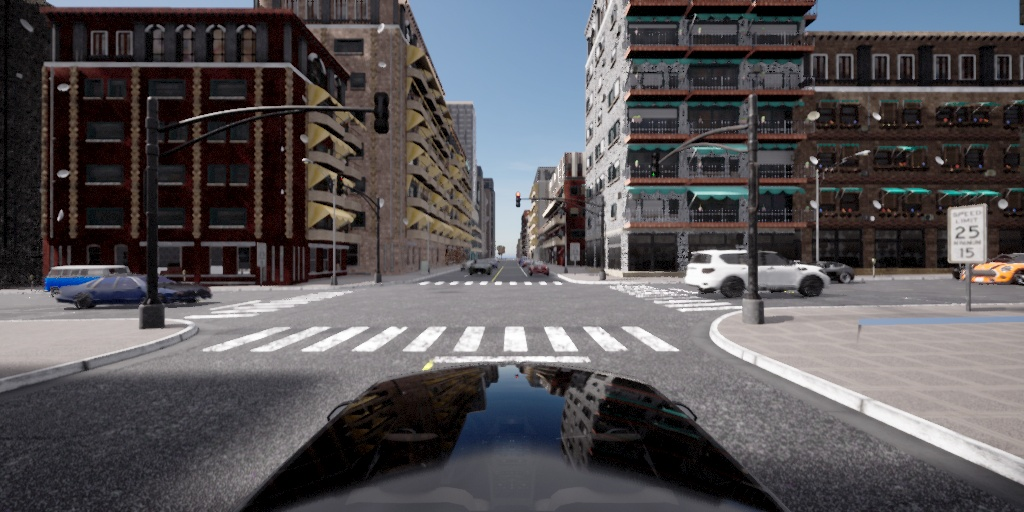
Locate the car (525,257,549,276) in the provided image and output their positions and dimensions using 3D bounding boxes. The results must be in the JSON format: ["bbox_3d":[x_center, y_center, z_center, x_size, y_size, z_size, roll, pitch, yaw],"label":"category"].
[{"bbox_3d":[2.645,1.165,36.214,1.967,1.591,4.097,0,0,0],"label":"car"}]

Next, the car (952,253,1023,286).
[{"bbox_3d":[27.142,0.630,19.130,4.553,1.767,2.097,-1,0,0],"label":"car"}]

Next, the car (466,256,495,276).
[{"bbox_3d":[-3.141,1.077,36.567,2.097,1.767,4.553,0,0,0],"label":"car"}]

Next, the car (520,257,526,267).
[{"bbox_3d":[2.616,1.294,58.351,1.802,1.307,4.207,0,0,0],"label":"car"}]

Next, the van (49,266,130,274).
[{"bbox_3d":[-25.394,1.482,21.532,3.998,1.789,1.690,0,0,0],"label":"van"}]

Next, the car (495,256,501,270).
[{"bbox_3d":[-3.151,1.068,52.755,2.097,1.767,4.553,0,0,0],"label":"car"}]

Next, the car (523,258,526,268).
[{"bbox_3d":[2.638,1.272,41.748,2.007,1.370,4.403,0,0,0],"label":"car"}]

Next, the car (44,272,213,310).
[{"bbox_3d":[-16.465,1.526,15.763,5.357,1.411,2.033,-1,0,0],"label":"car"}]

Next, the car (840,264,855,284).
[{"bbox_3d":[18.243,0.995,21.795,4.313,1.339,1.948,0,0,0],"label":"car"}]

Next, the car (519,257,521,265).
[{"bbox_3d":[2.609,1.292,63.885,1.802,1.307,4.207,0,0,0],"label":"car"}]

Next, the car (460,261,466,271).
[{"bbox_3d":[-5.751,1.269,47.272,2.007,1.370,4.403,0,0,0],"label":"car"}]

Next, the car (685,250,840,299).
[{"bbox_3d":[10.700,0.753,15.930,5.566,2.045,2.150,-1,0,0],"label":"car"}]
